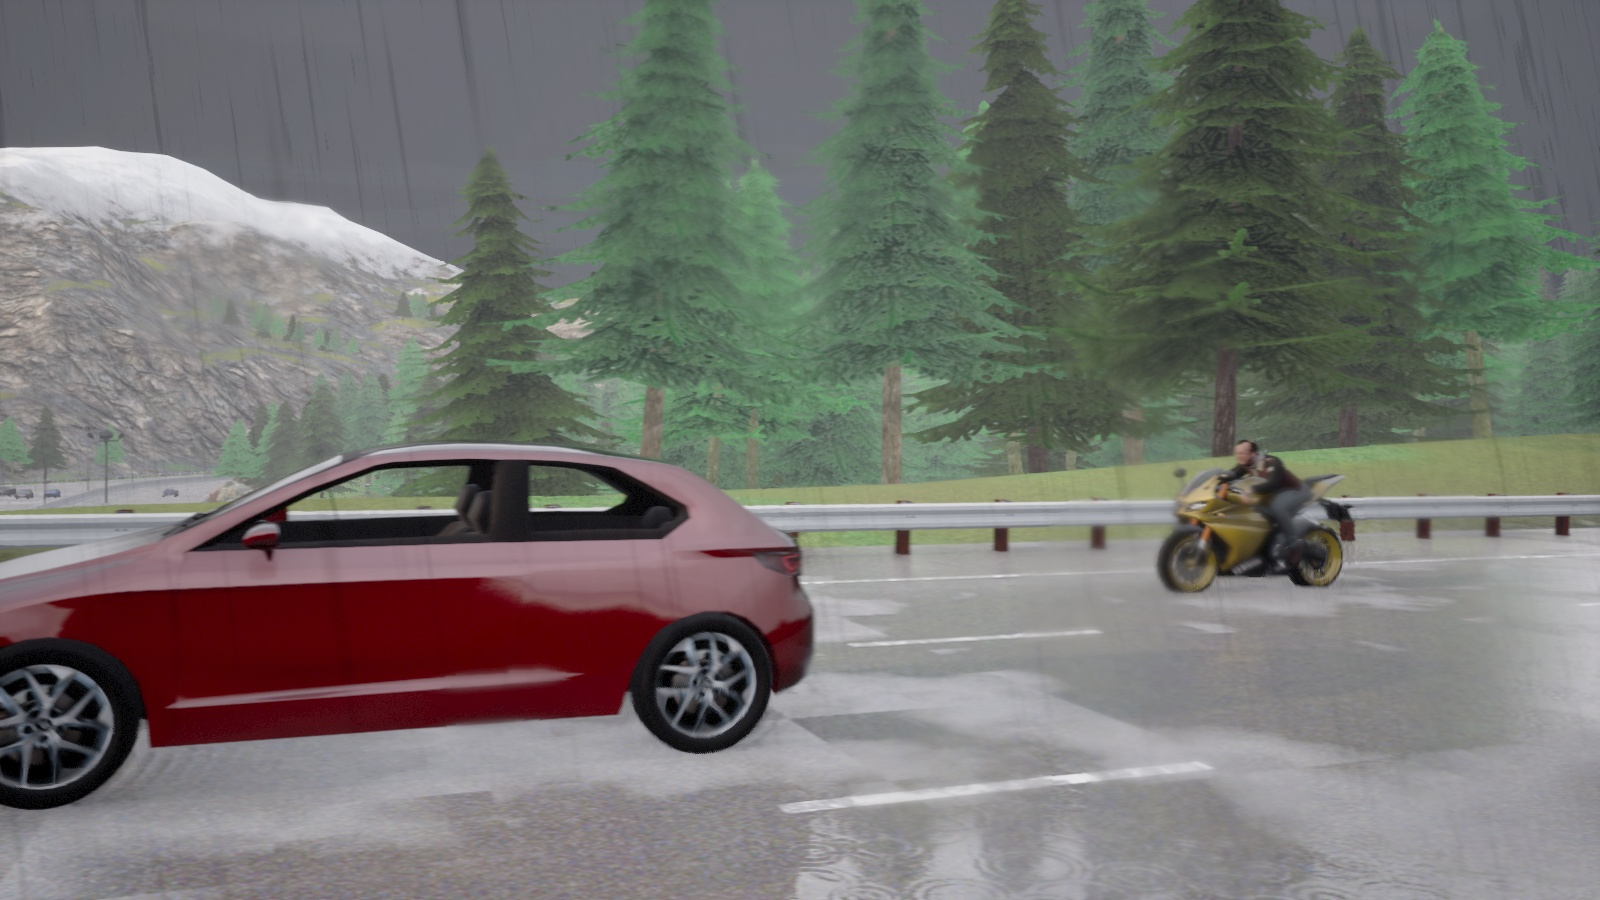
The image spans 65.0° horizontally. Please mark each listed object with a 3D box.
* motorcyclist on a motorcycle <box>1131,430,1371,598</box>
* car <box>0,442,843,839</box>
[{"bbox_3d":[4.465,0.580,12.422,2.191,1.530,0.866,-1,1,-21],"label":"motorcyclist on a motorcycle"},{"bbox_3d":[-2.081,0.733,6.193,4.193,1.474,1.816,-1,1,-21],"label":"car"}]
